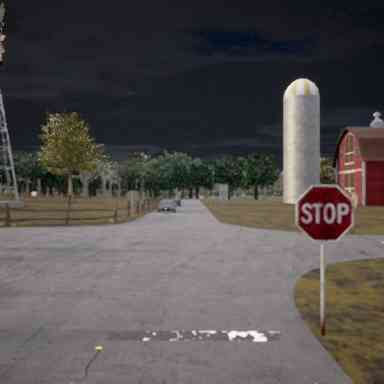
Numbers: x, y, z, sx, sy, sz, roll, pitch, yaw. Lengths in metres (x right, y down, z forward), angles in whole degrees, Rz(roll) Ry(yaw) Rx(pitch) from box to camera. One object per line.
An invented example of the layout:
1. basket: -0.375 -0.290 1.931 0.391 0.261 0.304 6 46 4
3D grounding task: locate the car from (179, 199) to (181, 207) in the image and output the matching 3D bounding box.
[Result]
1. car: -2.599 1.595 51.845 2.033 1.411 5.357 0 0 0

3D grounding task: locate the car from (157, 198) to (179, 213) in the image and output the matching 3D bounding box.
1. car: -2.683 1.499 36.318 1.837 1.490 4.892 0 0 0
